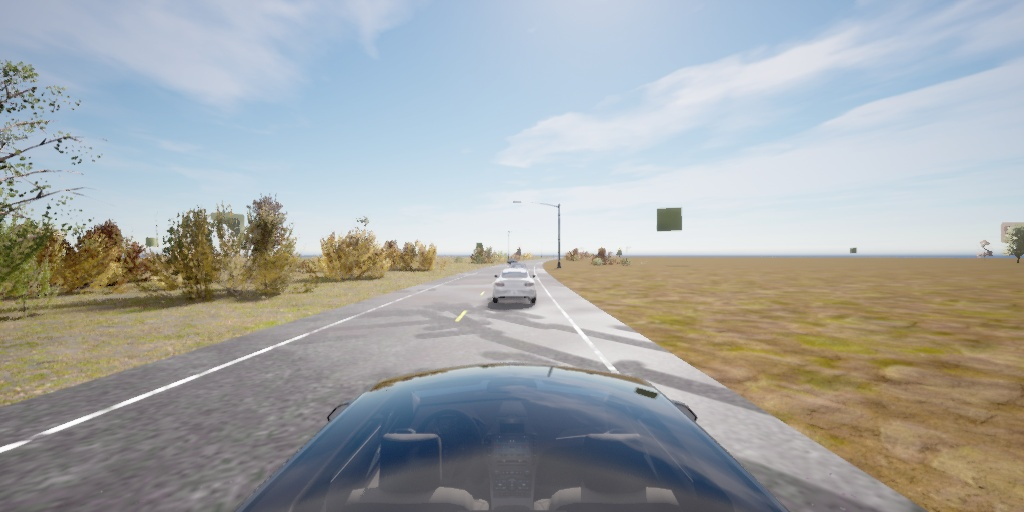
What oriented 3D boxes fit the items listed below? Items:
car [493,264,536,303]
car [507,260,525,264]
[{"bbox_3d":[0.131,1.281,16.452,1.812,1.442,4.674,0,0,1],"label":"car"},{"bbox_3d":[0.524,1.308,31.416,2.033,1.411,5.357,0,0,2],"label":"car"}]
